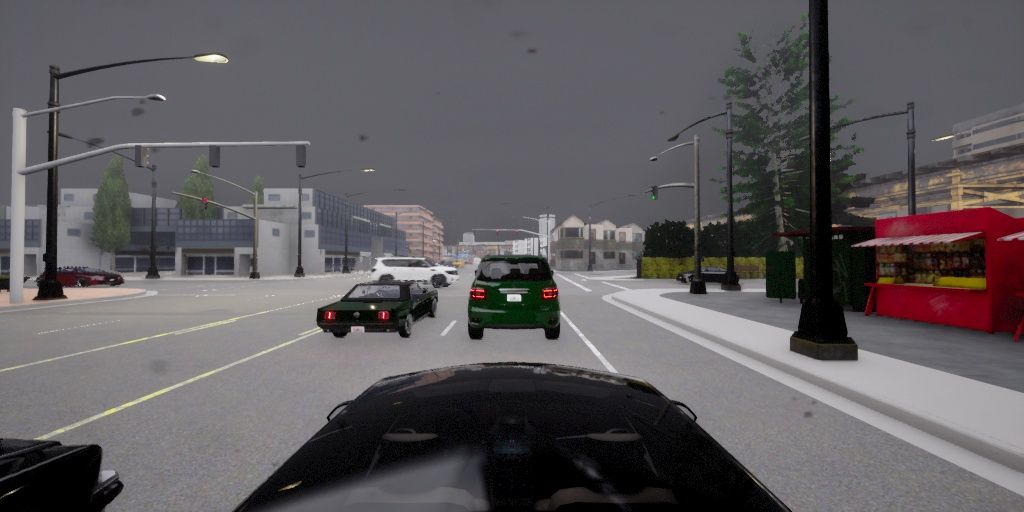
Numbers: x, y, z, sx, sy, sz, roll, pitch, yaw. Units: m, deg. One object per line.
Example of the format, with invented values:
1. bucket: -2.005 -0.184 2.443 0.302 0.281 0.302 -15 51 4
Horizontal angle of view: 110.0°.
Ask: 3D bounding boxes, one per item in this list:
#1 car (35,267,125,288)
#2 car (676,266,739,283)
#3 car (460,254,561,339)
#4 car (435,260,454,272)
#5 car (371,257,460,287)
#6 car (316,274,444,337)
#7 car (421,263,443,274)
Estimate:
1. car: -28.486 1.403 23.750 4.181 1.385 1.994 0 -1 0
2. car: 14.746 1.449 27.128 4.181 1.385 1.994 0 -1 0
3. car: 0.060 0.986 10.241 2.150 2.045 5.566 0 0 0
4. car: -10.618 1.528 56.915 2.097 1.767 4.553 0 0 0
5. car: -6.328 1.084 23.582 5.566 2.045 2.150 0 0 0
6. car: -3.437 1.368 10.257 1.895 1.301 4.718 0 0 0
7. car: -10.629 1.644 47.886 1.812 1.442 4.674 0 0 0
